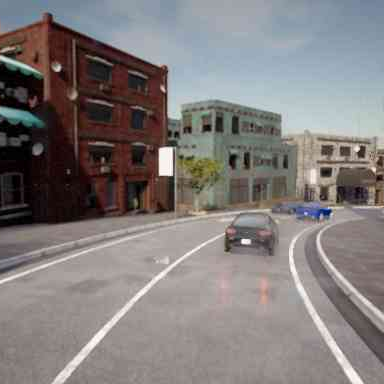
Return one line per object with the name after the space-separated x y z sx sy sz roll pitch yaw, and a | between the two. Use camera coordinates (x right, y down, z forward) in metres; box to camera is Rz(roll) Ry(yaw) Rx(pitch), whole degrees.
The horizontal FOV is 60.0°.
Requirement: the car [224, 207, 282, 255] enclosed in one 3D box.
2.525 1.540 13.555 1.812 1.442 4.674 2 0 17 | car

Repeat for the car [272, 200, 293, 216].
9.641 1.547 33.394 1.994 1.385 4.181 4 2 42 | car

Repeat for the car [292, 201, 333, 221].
10.887 1.642 29.266 1.882 1.535 5.008 4 2 38 | car
